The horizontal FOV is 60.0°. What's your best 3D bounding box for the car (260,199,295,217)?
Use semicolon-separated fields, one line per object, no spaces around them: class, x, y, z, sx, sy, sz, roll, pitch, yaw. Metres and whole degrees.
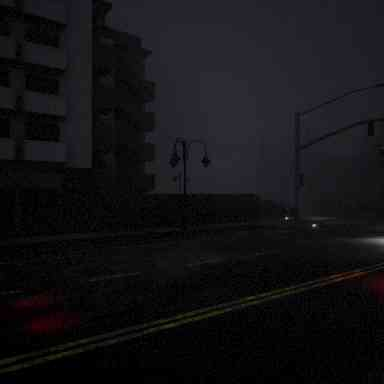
car;7.769;1.478;32.176;1.882;1.535;5.008;0;0;-38
